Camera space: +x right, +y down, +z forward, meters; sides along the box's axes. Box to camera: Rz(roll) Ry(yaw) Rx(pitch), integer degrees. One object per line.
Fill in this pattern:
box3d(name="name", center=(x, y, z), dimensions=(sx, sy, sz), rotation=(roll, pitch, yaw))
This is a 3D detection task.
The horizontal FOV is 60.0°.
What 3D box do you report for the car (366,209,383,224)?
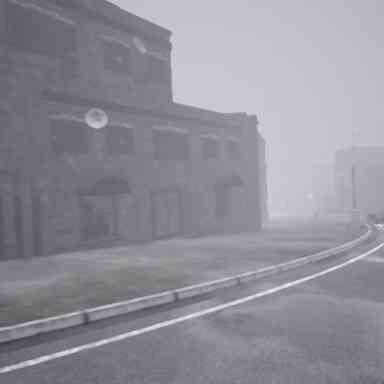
box3d(name="car", center=(19.738, 2.522, 34.796), dimensions=(2.033, 1.411, 5.357), rotation=(-2, -3, 15))
